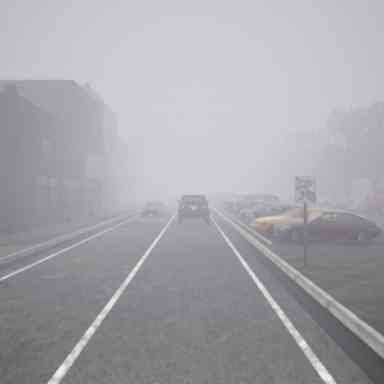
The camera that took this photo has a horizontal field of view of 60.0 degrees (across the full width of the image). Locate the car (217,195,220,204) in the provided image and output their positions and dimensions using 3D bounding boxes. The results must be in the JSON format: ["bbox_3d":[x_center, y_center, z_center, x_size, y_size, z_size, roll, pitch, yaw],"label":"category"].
[{"bbox_3d":[6.345,1.401,42.813,5.366,1.575,1.946,0,0,0],"label":"car"}]

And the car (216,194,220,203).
[{"bbox_3d":[6.177,1.394,45.597,4.892,1.521,2.231,0,0,0],"label":"car"}]

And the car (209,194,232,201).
[{"bbox_3d":[6.287,1.258,73.431,5.008,1.535,2.097,0,0,0],"label":"car"}]

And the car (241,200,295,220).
[{"bbox_3d":[6.084,1.514,23.332,4.674,1.452,2.002,0,0,0],"label":"car"}]

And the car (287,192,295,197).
[{"bbox_3d":[19.263,1.218,56.700,4.553,1.767,2.185,0,0,0],"label":"car"}]

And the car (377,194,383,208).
[{"bbox_3d":[19.152,1.328,28.850,4.553,1.767,2.185,0,0,0],"label":"car"}]

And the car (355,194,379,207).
[{"bbox_3d":[19.223,1.192,31.759,5.566,2.045,2.435,0,0,0],"label":"car"}]

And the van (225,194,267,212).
[{"bbox_3d":[6.020,1.199,37.247,4.442,1.987,1.878,0,0,0],"label":"van"}]

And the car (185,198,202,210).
[{"bbox_3d":[0.122,1.452,41.225,1.994,1.385,4.181,0,0,0],"label":"car"}]

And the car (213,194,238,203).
[{"bbox_3d":[6.206,1.192,62.297,4.553,1.767,2.185,0,0,0],"label":"car"}]

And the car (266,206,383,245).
[{"bbox_3d":[6.064,1.544,15.124,4.674,1.452,2.002,1,0,1],"label":"car"}]

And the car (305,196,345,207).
[{"bbox_3d":[19.268,1.382,48.345,4.892,1.521,2.231,0,0,0],"label":"car"}]

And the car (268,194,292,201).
[{"bbox_3d":[19.368,1.258,73.409,4.892,1.521,2.231,0,0,0],"label":"car"}]

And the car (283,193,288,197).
[{"bbox_3d":[19.301,1.331,59.485,5.008,1.535,2.097,0,0,0],"label":"car"}]

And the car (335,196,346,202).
[{"bbox_3d":[19.222,1.424,37.204,5.008,1.535,2.097,0,0,0],"label":"car"}]

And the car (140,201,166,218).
[{"bbox_3d":[-3.335,1.472,29.483,2.033,1.411,5.357,0,0,0],"label":"car"}]

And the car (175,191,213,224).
[{"bbox_3d":[0.105,1.163,24.209,2.150,2.045,5.566,0,0,0],"label":"car"}]

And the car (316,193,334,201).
[{"bbox_3d":[19.282,1.266,45.558,4.553,1.767,2.185,0,0,0],"label":"car"}]

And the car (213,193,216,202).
[{"bbox_3d":[6.186,1.374,56.731,4.792,1.488,2.163,0,0,0],"label":"car"}]

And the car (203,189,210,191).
[{"bbox_3d":[6.377,0.908,90.129,5.566,2.045,2.435,0,0,0],"label":"car"}]

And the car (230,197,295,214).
[{"bbox_3d":[6.097,1.456,28.898,4.892,1.521,2.231,0,0,0],"label":"car"}]

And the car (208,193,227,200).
[{"bbox_3d":[6.284,1.083,81.906,4.553,1.767,2.185,0,0,0],"label":"car"}]

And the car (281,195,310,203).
[{"bbox_3d":[19.320,1.357,62.269,4.674,1.452,2.002,0,0,0],"label":"car"}]

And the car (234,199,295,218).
[{"bbox_3d":[6.063,1.494,26.115,4.792,1.488,2.163,0,0,0],"label":"car"}]

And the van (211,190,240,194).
[{"bbox_3d":[6.109,1.106,59.577,4.442,1.987,1.878,0,0,0],"label":"van"}]

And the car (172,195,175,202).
[{"bbox_3d":[-3.229,1.277,70.029,1.812,1.442,4.674,0,0,0],"label":"car"}]

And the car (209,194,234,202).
[{"bbox_3d":[6.265,1.274,70.648,5.008,1.535,2.097,0,0,0],"label":"car"}]

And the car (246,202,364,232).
[{"bbox_3d":[5.873,1.491,17.766,5.366,1.575,1.946,0,0,0],"label":"car"}]

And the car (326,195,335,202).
[{"bbox_3d":[19.198,1.443,39.991,4.792,1.488,2.163,0,0,0],"label":"car"}]

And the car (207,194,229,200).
[{"bbox_3d":[6.512,1.190,84.564,5.366,1.575,1.946,0,0,0],"label":"car"}]

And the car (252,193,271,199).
[{"bbox_3d":[19.435,1.140,93.026,5.008,1.535,2.097,0,0,0],"label":"car"}]

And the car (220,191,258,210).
[{"bbox_3d":[6.097,1.184,34.464,5.566,2.045,2.435,0,0,0],"label":"car"}]

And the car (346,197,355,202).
[{"bbox_3d":[19.391,1.430,34.544,5.366,1.575,1.946,0,0,0],"label":"car"}]

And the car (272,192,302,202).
[{"bbox_3d":[19.311,1.037,67.837,5.566,2.045,2.435,0,0,0],"label":"car"}]

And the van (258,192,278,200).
[{"bbox_3d":[19.290,0.966,84.547,4.442,1.987,1.878,0,0,0],"label":"van"}]

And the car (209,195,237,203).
[{"bbox_3d":[6.063,1.301,65.082,5.366,1.575,1.946,0,0,0],"label":"car"}]

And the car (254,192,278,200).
[{"bbox_3d":[19.389,0.924,87.332,5.566,2.045,2.435,0,0,0],"label":"car"}]

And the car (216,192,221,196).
[{"bbox_3d":[6.150,1.257,48.381,4.553,1.767,2.185,0,0,0],"label":"car"}]

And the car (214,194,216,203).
[{"bbox_3d":[6.195,1.410,51.165,4.674,1.452,2.002,0,0,0],"label":"car"}]

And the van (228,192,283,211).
[{"bbox_3d":[5.999,1.218,31.805,4.442,1.987,1.878,0,0,0],"label":"van"}]

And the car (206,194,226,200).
[{"bbox_3d":[6.332,1.176,87.347,5.008,1.535,2.097,0,0,0],"label":"car"}]

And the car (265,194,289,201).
[{"bbox_3d":[19.378,1.241,76.194,5.008,1.535,2.097,0,0,0],"label":"car"}]
